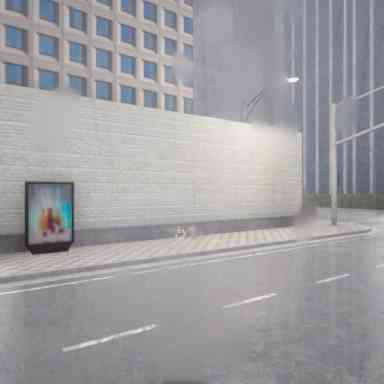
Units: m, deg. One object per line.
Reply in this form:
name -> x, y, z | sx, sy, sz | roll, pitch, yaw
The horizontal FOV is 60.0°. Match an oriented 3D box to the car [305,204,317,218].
car -> 9.037, 1.530, 30.751 | 1.882, 1.535, 5.008 | 0, 0, -36

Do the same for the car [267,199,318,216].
car -> 10.417, 1.543, 34.837 | 2.128, 1.511, 4.902 | 0, 0, -36
